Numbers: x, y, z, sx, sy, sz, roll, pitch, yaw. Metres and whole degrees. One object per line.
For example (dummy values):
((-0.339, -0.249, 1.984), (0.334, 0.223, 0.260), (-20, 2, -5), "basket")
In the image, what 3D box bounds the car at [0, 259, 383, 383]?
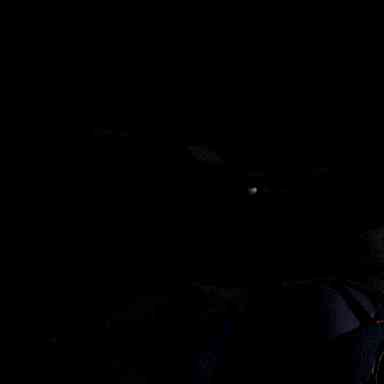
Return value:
((0.431, 1.515, 3.379), (5.357, 1.411, 2.033), (-1, 1, -36), "car")
